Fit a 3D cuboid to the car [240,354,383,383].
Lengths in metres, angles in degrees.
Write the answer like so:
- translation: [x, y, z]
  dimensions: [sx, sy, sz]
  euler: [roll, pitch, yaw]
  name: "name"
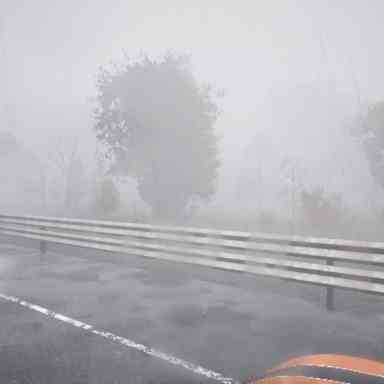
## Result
- translation: [1.799, 1.351, 0.808]
  dimensions: [4.553, 1.767, 2.097]
  euler: [0, 0, 36]
  name: "car"
